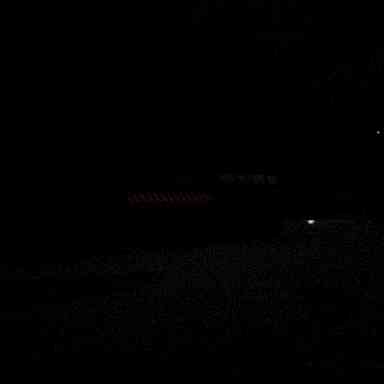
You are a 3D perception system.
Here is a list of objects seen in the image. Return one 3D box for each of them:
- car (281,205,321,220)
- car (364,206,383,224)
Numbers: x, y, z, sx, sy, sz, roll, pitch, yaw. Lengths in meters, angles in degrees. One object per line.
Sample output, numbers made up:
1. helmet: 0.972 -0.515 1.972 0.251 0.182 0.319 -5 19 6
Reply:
1. car: 10.814 2.113 34.248 1.882 1.535 5.008 -1 -1 -36
2. car: 16.338 1.847 26.528 2.128 1.511 4.902 -1 -1 -35
